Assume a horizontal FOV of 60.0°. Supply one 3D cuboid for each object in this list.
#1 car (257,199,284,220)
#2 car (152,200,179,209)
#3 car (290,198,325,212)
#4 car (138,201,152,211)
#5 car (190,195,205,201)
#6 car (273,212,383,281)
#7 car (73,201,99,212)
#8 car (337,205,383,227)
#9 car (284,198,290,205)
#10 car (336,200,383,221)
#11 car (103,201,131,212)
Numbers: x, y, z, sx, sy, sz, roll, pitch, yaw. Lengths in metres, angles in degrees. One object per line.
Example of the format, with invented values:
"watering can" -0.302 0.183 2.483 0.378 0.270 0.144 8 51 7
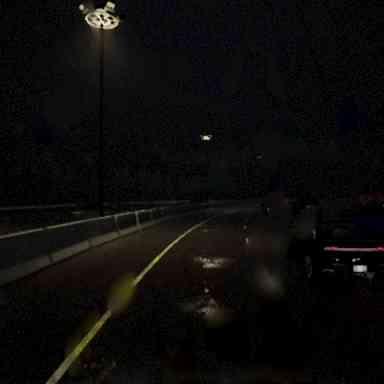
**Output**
"car" 7.392 1.690 32.048 2.097 1.767 4.553 0 -1 12
"car" -3.294 1.955 47.088 2.128 1.511 4.902 0 -1 17
"car" 10.838 1.563 31.592 2.150 2.045 5.566 0 -1 13
"car" -6.318 2.042 49.099 1.994 1.385 4.181 0 -1 18
"car" 1.516 1.693 84.934 2.150 2.045 5.566 0 -1 29
"car" 4.110 1.604 10.221 2.128 1.511 4.902 0 -1 4
"car" -14.393 1.983 46.650 2.033 1.411 5.357 0 -1 16
"car" 13.367 1.846 26.772 2.033 1.411 5.357 0 -1 11
"car" 23.952 2.348 83.838 1.801 1.575 5.366 0 -1 33
"car" 7.846 1.371 13.099 2.150 2.045 5.566 0 -1 5
"car" -10.543 1.999 47.353 2.033 1.411 5.357 0 -1 17
